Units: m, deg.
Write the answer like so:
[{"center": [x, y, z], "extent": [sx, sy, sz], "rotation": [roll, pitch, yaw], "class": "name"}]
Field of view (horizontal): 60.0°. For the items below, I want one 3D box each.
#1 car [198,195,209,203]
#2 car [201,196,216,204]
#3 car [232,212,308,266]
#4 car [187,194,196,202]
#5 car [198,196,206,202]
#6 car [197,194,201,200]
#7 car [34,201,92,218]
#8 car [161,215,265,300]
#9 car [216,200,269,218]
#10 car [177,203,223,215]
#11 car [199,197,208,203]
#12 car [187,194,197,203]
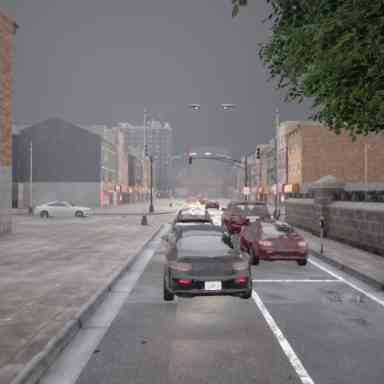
[{"center": [2.558, 1.650, 59.511], "extent": [1.887, 1.381, 4.507], "rotation": [1, 0, 0], "class": "car"}, {"center": [2.582, 1.603, 43.199], "extent": [1.887, 1.381, 4.507], "rotation": [1, 0, 0], "class": "car"}, {"center": [2.629, 1.587, 11.320], "extent": [1.802, 1.307, 4.206], "rotation": [1, 0, 0], "class": "car"}, {"center": [-0.122, 1.422, 83.712], "extent": [2.150, 2.045, 5.566], "rotation": [0, 0, 0], "class": "car"}, {"center": [2.517, 1.761, 86.698], "extent": [2.008, 1.369, 4.403], "rotation": [0, 0, 0], "class": "car"}, {"center": [2.552, 1.438, 64.949], "extent": [2.192, 1.841, 5.009], "rotation": [1, 0, 0], "class": "car"}, {"center": [-10.912, 1.519, 28.346], "extent": [4.674, 1.442, 1.812], "rotation": [0, -1, -2], "class": "car"}, {"center": [0.221, 1.529, 8.303], "extent": [1.812, 1.442, 4.674], "rotation": [0, 0, -4], "class": "car"}, {"center": [2.624, 1.326, 16.769], "extent": [2.192, 1.841, 5.009], "rotation": [1, 0, 0], "class": "car"}, {"center": [0.055, 1.501, 15.655], "extent": [2.128, 1.511, 4.902], "rotation": [0, 0, 0], "class": "car"}, {"center": [2.533, 1.746, 75.823], "extent": [1.802, 1.307, 4.206], "rotation": [0, 0, 0], "class": "car"}, {"center": [-0.106, 1.510, 73.410], "extent": [2.097, 1.767, 4.553], "rotation": [0, 0, 0], "class": "car"}]
